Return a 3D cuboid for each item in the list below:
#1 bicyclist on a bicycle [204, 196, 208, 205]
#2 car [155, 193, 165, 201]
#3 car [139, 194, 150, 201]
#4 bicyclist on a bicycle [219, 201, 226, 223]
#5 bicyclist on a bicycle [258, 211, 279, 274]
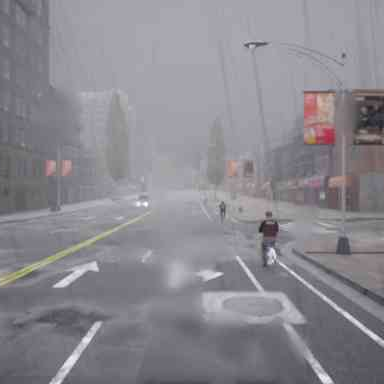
[{"bbox_3d":[2.243,1.362,53.567,0.866,1.612,1.509,0,1,0],"label":"bicyclist on a bicycle"},{"bbox_3d":[-6.509,0.991,68.325,2.033,1.411,5.357,0,1,0],"label":"car"},{"bbox_3d":[-9.759,0.984,68.295,1.895,1.301,4.718,0,1,0],"label":"car"},{"bbox_3d":[2.269,1.480,24.461,0.582,1.620,1.656,2,-3,0],"label":"bicyclist on a bicycle"},{"bbox_3d":[2.249,1.438,9.912,0.659,1.776,1.843,0,0,0],"label":"bicyclist on a bicycle"}]
